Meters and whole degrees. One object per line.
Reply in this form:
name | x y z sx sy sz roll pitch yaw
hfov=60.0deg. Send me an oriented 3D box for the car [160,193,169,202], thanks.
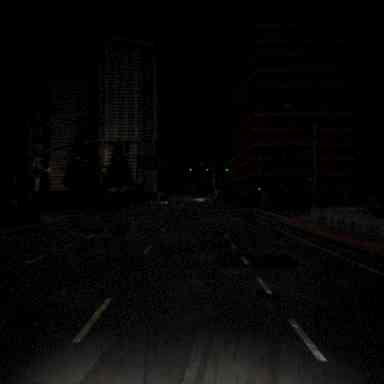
car | -6.987 1.738 85.259 2.033 1.411 5.357 0 0 0
